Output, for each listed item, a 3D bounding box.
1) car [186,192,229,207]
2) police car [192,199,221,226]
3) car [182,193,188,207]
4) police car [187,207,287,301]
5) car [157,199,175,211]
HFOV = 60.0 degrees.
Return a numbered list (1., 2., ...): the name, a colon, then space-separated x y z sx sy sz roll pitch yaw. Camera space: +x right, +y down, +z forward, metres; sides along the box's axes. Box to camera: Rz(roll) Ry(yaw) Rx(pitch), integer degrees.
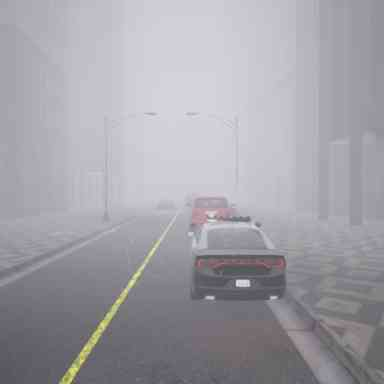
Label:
1. car: 0.932 1.208 18.434 2.150 2.045 5.566 0 0 0
2. police car: 0.944 1.395 24.515 1.930 1.638 5.238 0 0 0
3. car: 0.122 1.130 48.286 2.150 2.045 5.566 0 0 1
4. police car: 0.914 1.421 8.516 1.930 1.638 5.238 0 0 0
5. car: -3.028 1.495 39.547 1.994 1.385 4.181 0 0 0
